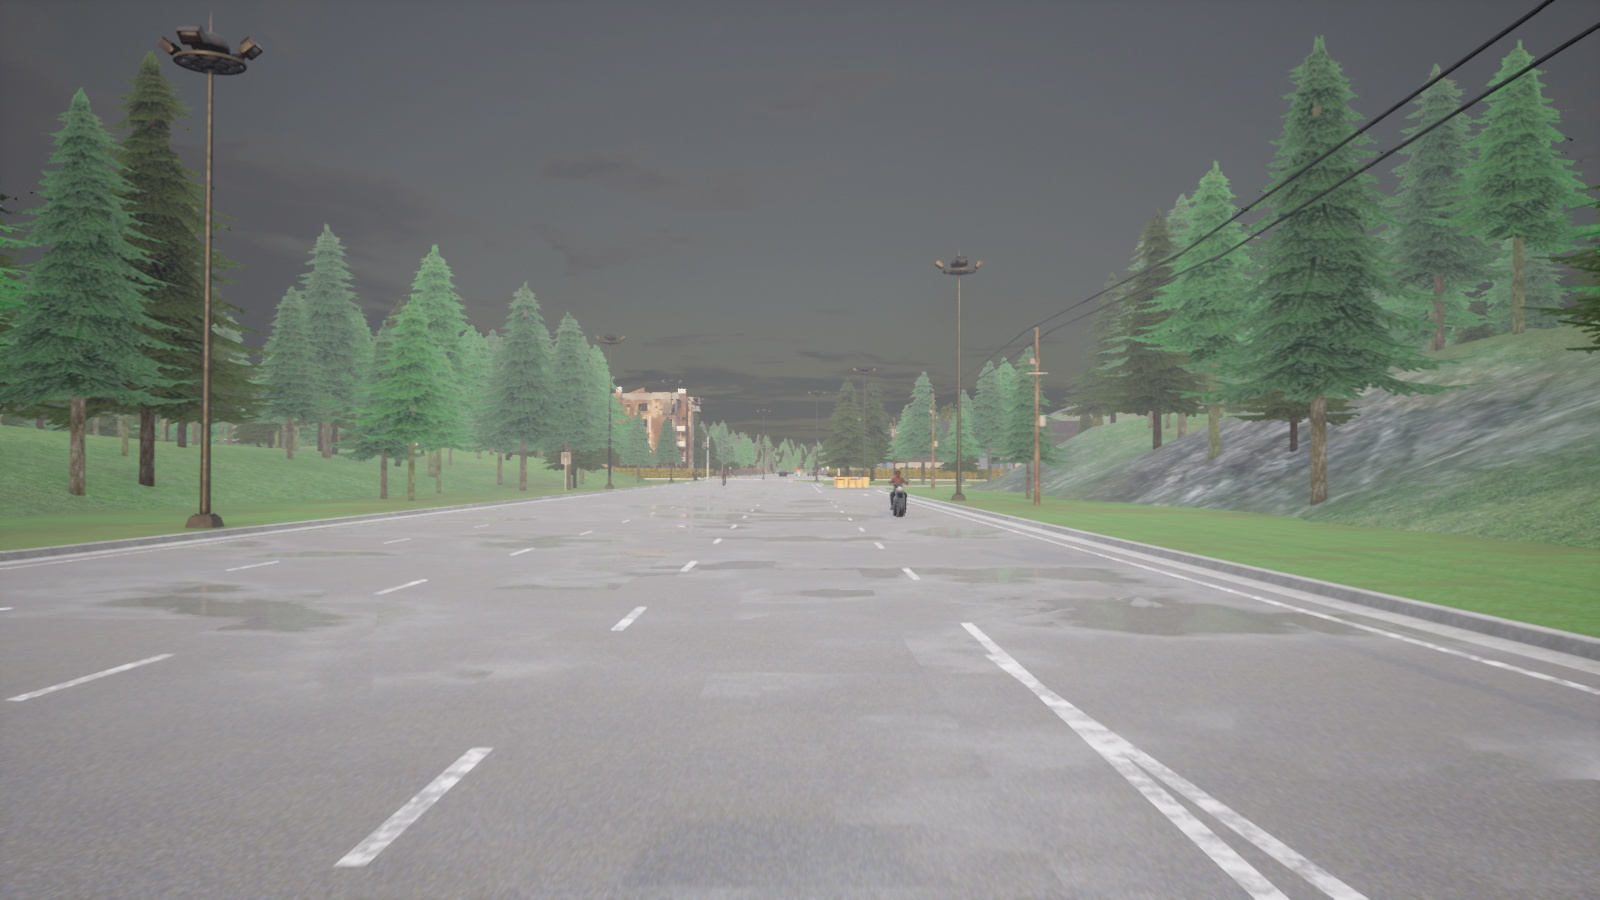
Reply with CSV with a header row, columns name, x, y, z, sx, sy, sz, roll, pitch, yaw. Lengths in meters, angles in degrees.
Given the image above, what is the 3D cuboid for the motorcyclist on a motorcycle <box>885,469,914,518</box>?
name,x,y,z,sx,sy,sz,roll,pitch,yaw
motorcyclist on a motorcycle,3.395,1.472,43.045,0.766,1.649,2.350,0,-1,0
